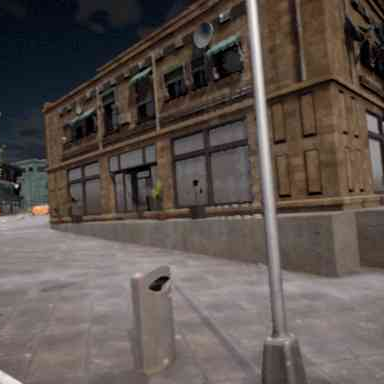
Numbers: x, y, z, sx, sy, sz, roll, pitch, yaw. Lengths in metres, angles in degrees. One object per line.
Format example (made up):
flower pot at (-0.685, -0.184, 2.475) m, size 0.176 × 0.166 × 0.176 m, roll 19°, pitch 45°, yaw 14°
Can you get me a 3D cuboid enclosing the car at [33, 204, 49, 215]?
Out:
car at (-23.470, 2.637, 52.209) m, size 2.097 × 1.767 × 4.553 m, roll -4°, pitch -1°, yaw -13°
